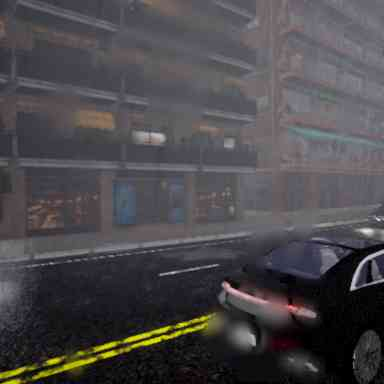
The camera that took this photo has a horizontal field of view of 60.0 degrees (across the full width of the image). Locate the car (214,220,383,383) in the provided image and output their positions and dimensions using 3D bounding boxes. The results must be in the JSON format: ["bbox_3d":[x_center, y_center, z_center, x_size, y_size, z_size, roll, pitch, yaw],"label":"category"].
[{"bbox_3d":[2.599,1.470,5.314,4.902,1.511,2.128,0,0,-36],"label":"car"}]

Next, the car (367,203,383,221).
[{"bbox_3d":[13.105,1.407,21.409,4.892,1.490,1.837,0,0,-37],"label":"car"}]
